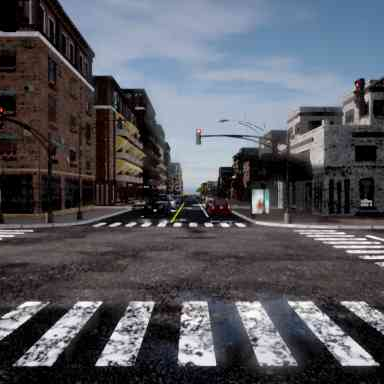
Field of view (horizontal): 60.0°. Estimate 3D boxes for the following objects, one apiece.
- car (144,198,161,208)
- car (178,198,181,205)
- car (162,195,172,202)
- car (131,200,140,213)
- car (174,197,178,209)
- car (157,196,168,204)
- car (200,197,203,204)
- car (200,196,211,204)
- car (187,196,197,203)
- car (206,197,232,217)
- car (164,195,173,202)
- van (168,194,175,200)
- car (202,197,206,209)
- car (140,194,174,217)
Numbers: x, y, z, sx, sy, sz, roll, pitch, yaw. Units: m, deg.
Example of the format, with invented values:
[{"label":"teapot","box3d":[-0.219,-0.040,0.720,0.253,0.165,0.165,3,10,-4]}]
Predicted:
[{"label":"car","box3d":[-5.776,1.572,48.868,2.008,1.369,4.403,0,0,0]},{"label":"car","box3d":[-3.140,1.559,60.702,1.812,1.442,4.674,0,0,0]},{"label":"car","box3d":[-5.825,1.498,77.350,1.967,1.590,4.097,0,0,0]},{"label":"car","box3d":[-5.757,1.561,37.474,2.008,1.369,4.403,0,0,0]},{"label":"car","box3d":[-3.170,1.542,43.961,1.812,1.442,4.674,0,0,0]},{"label":"car","box3d":[-5.804,1.566,65.787,1.752,1.417,4.829,0,0,0]},{"label":"car","box3d":[2.604,1.572,48.894,2.008,1.369,4.403,0,0,0]},{"label":"car","box3d":[2.577,1.592,65.984,2.008,1.369,4.403,-1,0,0]},{"label":"car","box3d":[-0.026,1.594,70.257,2.033,1.411,5.357,0,0,0]},{"label":"car","box3d":[2.632,1.446,31.803,1.967,1.590,4.097,0,0,0]},{"label":"car","box3d":[-5.832,1.593,82.876,1.752,1.417,4.829,-1,0,0]},{"label":"van","box3d":[-5.853,1.431,94.440,1.690,1.788,3.998,-1,0,0]},{"label":"car","box3d":[2.614,1.597,43.197,1.802,1.307,4.206,0,0,0]},{"label":"car","box3d":[-3.150,1.227,31.291,2.150,2.045,5.566,0,0,0]}]
